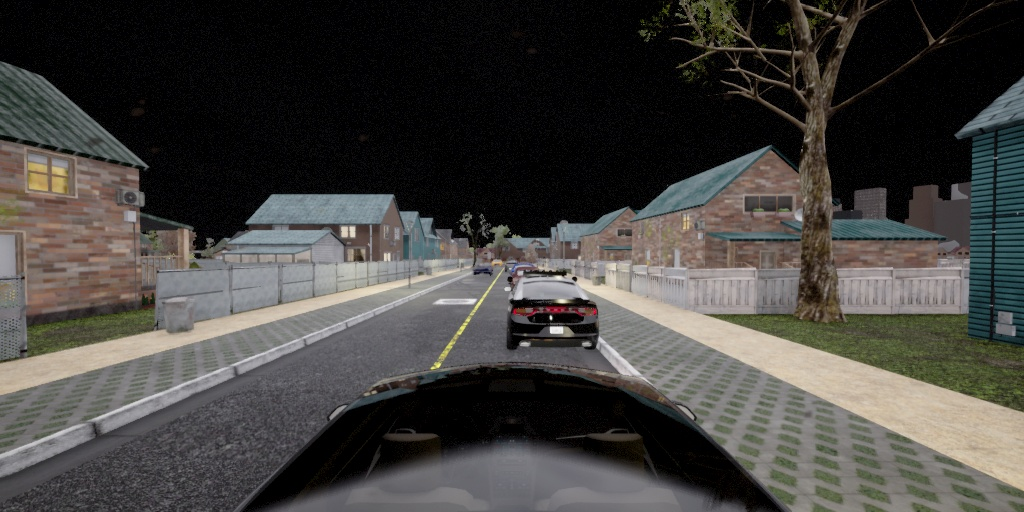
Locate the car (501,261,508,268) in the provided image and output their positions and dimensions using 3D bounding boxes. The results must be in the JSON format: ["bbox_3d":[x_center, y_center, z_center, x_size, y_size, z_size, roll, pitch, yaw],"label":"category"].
[{"bbox_3d":[0.032,1.302,47.617,2.128,1.511,4.902,0,0,0],"label":"car"}]

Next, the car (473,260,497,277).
[{"bbox_3d":[-2.854,1.384,36.230,1.895,1.301,4.718,0,0,0],"label":"car"}]

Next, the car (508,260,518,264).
[{"bbox_3d":[0.824,1.242,25.132,1.882,1.535,5.008,0,0,0],"label":"car"}]

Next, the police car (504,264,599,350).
[{"bbox_3d":[0.826,1.175,9.238,1.930,1.638,5.238,0,0,0],"label":"police car"}]
